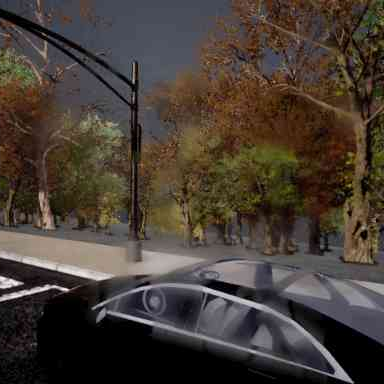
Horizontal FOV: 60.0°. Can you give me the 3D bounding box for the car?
[{"bbox_3d":[0.246,1.492,3.498,4.902,1.511,2.128,0,0,37],"label":"car"}]
